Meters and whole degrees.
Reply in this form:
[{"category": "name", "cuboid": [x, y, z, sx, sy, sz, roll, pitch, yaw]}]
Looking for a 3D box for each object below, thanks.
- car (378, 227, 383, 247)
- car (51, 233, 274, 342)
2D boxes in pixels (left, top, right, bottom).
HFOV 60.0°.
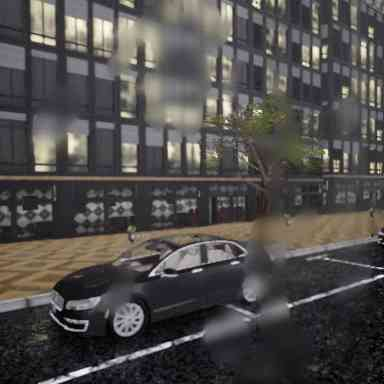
[{"category": "car", "cuboid": [8.928, 1.441, 12.948, 4.403, 1.369, 2.008, -1, 0, -36]}, {"category": "car", "cuboid": [-0.322, 1.526, 6.342, 4.403, 1.369, 2.008, -1, 0, -36]}]
